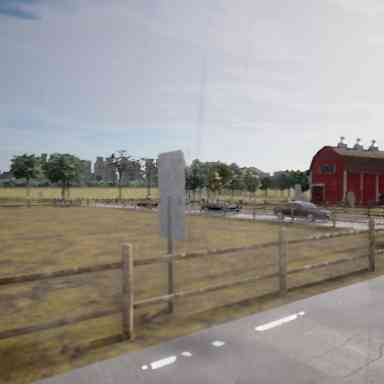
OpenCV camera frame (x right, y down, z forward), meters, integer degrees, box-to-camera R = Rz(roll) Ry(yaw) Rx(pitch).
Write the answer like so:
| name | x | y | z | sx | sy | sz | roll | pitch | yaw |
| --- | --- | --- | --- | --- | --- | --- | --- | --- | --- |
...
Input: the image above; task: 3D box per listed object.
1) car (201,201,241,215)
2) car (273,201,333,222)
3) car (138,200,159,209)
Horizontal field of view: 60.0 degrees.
| name | x | y | z | sx | sy | sz | roll | pitch | yaw |
| --- | --- | --- | --- | --- | --- | --- | --- | --- | --- |
| car | 2.961 | 1.640 | 34.828 | 1.895 | 1.301 | 4.718 | -1 | 0 | -35 |
| car | 8.774 | 1.517 | 26.610 | 1.837 | 1.490 | 4.892 | -1 | 1 | -35 |
| car | -5.796 | 1.745 | 47.236 | 1.895 | 1.301 | 4.718 | -1 | 0 | -35 |
